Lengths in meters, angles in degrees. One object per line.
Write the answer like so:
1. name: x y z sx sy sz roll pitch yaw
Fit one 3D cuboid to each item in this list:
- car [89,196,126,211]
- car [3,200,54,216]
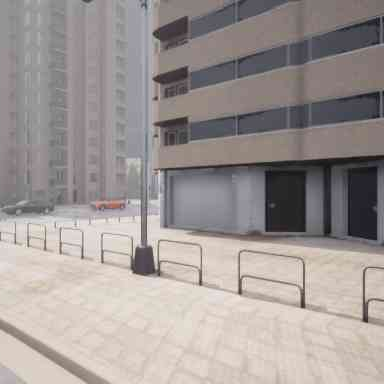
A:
1. car: -10.623 1.407 41.737 2.097 1.767 4.553 0 0 39
2. car: -16.681 1.560 34.146 1.837 1.490 4.892 0 0 39
